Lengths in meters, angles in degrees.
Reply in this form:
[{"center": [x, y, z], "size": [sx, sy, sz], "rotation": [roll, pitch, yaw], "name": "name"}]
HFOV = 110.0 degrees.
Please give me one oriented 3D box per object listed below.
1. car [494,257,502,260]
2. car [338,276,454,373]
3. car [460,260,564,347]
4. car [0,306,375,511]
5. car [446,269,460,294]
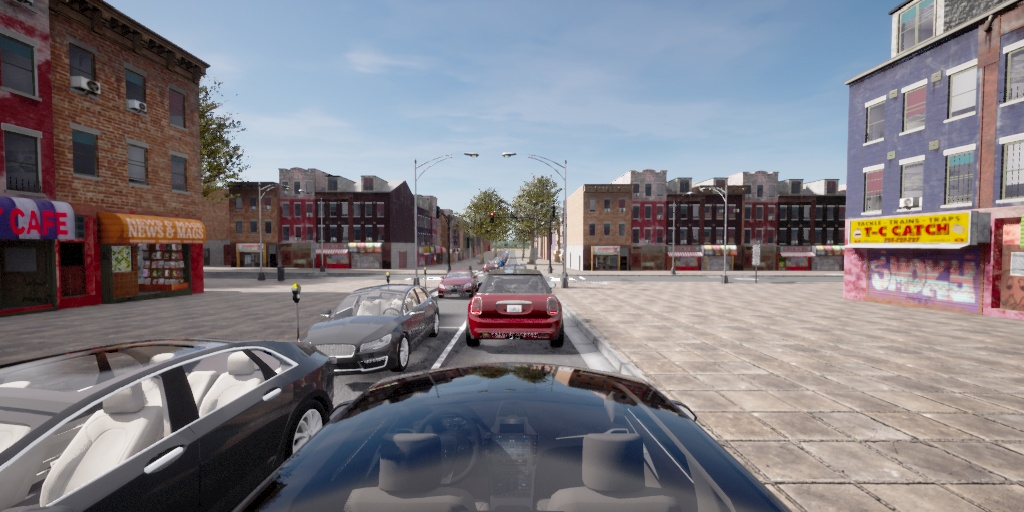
[{"center": [-2.578, 1.233, 45.106], "size": [1.967, 1.591, 4.097], "rotation": [0, 0, 0], "name": "car"}, {"center": [-2.632, 1.298, 7.436], "size": [2.007, 1.370, 4.403], "rotation": [0, 0, 0], "name": "car"}, {"center": [0.109, 1.099, 9.481], "size": [2.097, 1.767, 4.553], "rotation": [0, 0, 2], "name": "car"}, {"center": [-2.640, 1.300, 1.988], "size": [2.007, 1.370, 4.403], "rotation": [0, 0, 0], "name": "car"}, {"center": [-2.617, 1.332, 18.330], "size": [1.802, 1.307, 4.207], "rotation": [0, 0, 0], "name": "car"}]
